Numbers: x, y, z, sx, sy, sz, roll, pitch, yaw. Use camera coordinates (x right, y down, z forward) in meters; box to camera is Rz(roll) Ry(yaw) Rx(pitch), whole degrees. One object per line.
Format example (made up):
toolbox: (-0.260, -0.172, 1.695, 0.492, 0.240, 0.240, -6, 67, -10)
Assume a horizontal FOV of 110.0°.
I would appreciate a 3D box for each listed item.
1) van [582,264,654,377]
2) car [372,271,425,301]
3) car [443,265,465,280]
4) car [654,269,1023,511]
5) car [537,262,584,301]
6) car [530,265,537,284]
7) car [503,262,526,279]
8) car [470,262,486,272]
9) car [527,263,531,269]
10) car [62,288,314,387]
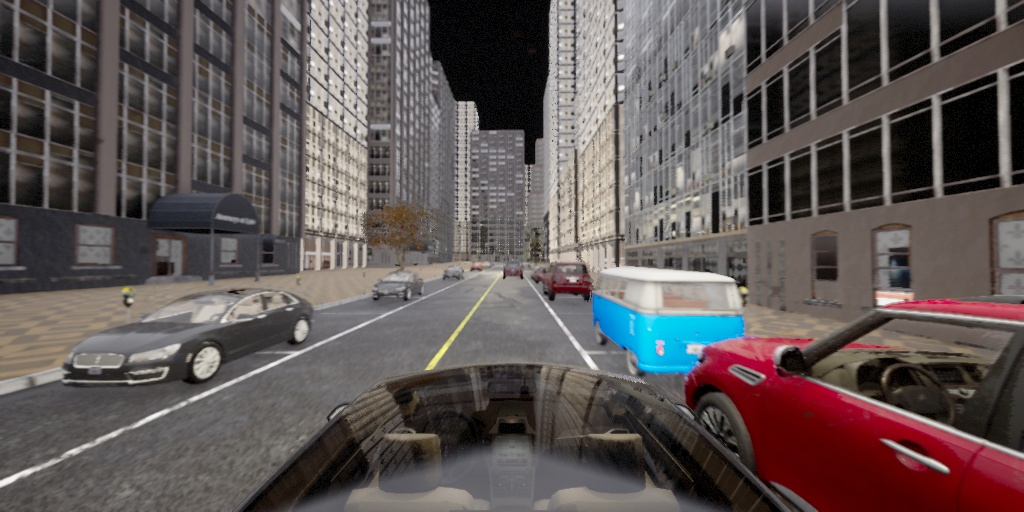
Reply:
van: (2.693, 1.140, 7.091, 1.690, 1.789, 3.998, 0, 0, 0)
car: (-5.687, 1.452, 18.351, 2.007, 1.370, 4.403, 0, 0, 0)
car: (-5.684, 1.605, 35.279, 2.007, 1.370, 4.403, 0, 0, 0)
car: (2.692, 1.062, 1.450, 2.192, 1.841, 5.009, 0, 0, 0)
car: (2.695, 1.216, 18.373, 2.192, 1.841, 5.009, 0, 0, 0)
car: (2.696, 1.586, 29.656, 1.802, 1.307, 4.207, 0, 0, 0)
car: (0.104, 1.428, 37.299, 2.097, 1.767, 4.553, 0, 0, 0)
car: (-5.681, 1.798, 57.849, 1.888, 1.381, 4.507, 0, 0, 0)
car: (2.697, 1.580, 35.467, 1.751, 1.417, 4.829, 0, 0, 0)
car: (-5.688, 1.349, 7.066, 2.007, 1.370, 4.403, 0, 0, 0)
